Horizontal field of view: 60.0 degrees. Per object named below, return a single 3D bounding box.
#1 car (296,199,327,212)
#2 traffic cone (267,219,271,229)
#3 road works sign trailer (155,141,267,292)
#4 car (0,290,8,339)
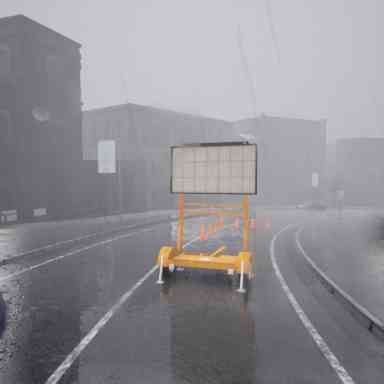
[{"bbox_3d":[14.827,1.680,41.247,4.902,1.511,2.128,2,2,-40],"label":"car"},{"bbox_3d":[4.839,2.015,21.031,0.340,0.580,0.340,2,0,14],"label":"traffic cone"},{"bbox_3d":[0.610,0.457,9.139,2.380,3.560,2.880,1,0,18],"label":"road works sign trailer"},{"bbox_3d":[-3.362,1.515,2.502,1.812,1.442,4.674,0,0,3],"label":"car"}]
